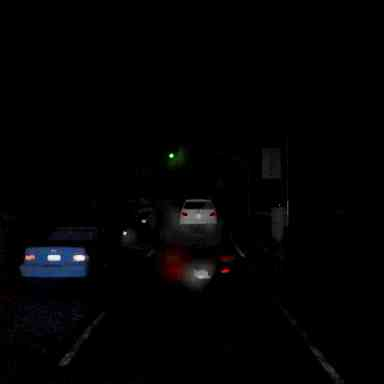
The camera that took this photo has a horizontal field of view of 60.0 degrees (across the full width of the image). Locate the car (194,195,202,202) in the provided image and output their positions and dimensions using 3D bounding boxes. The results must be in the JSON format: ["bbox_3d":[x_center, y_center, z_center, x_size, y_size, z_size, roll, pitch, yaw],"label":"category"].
[{"bbox_3d":[1.467,1.725,85.689,2.097,1.767,4.553,0,1,1],"label":"car"}]

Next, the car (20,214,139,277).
[{"bbox_3d":[-3.267,1.642,10.487,2.033,1.411,5.357,0,0,1],"label":"car"}]

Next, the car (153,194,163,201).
[{"bbox_3d":[-9.037,1.517,89.252,2.097,1.767,4.553,0,1,1],"label":"car"}]

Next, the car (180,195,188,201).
[{"bbox_3d":[-2.235,1.627,95.552,1.882,1.535,5.008,0,1,-7],"label":"car"}]

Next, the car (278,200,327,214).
[{"bbox_3d":[12.987,1.884,38.757,4.718,1.301,1.895,0,0,-2],"label":"car"}]

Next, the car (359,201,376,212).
[{"bbox_3d":[22.399,1.765,39.119,5.008,1.535,1.882,0,0,-2],"label":"car"}]

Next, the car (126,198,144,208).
[{"bbox_3d":[-9.659,1.910,55.100,1.812,1.442,4.674,0,0,1],"label":"car"}]

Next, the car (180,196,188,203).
[{"bbox_3d":[-2.042,1.910,85.017,2.033,1.411,5.357,0,1,1],"label":"car"}]

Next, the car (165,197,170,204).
[{"bbox_3d":[-5.920,2.004,64.762,1.994,1.385,4.181,0,0,3],"label":"car"}]

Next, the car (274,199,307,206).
[{"bbox_3d":[12.705,1.658,42.251,4.553,1.767,2.097,0,0,-2],"label":"car"}]

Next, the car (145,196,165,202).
[{"bbox_3d":[-6.144,1.866,55.665,1.882,1.535,5.008,0,0,1],"label":"car"}]

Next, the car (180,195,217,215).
[{"bbox_3d":[0.405,1.390,20.874,2.150,2.045,5.566,0,0,1],"label":"car"}]

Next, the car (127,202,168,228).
[{"bbox_3d":[-3.035,1.709,23.640,1.812,1.442,4.674,0,0,1],"label":"car"}]

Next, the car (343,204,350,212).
[{"bbox_3d":[21.588,1.873,42.587,4.181,1.385,1.994,0,0,-2],"label":"car"}]

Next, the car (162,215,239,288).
[{"bbox_3d":[0.221,1.612,9.362,1.812,1.442,4.674,0,-1,1],"label":"car"}]

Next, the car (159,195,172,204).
[{"bbox_3d":[-5.711,1.923,75.113,1.882,1.535,5.008,0,0,1],"label":"car"}]
